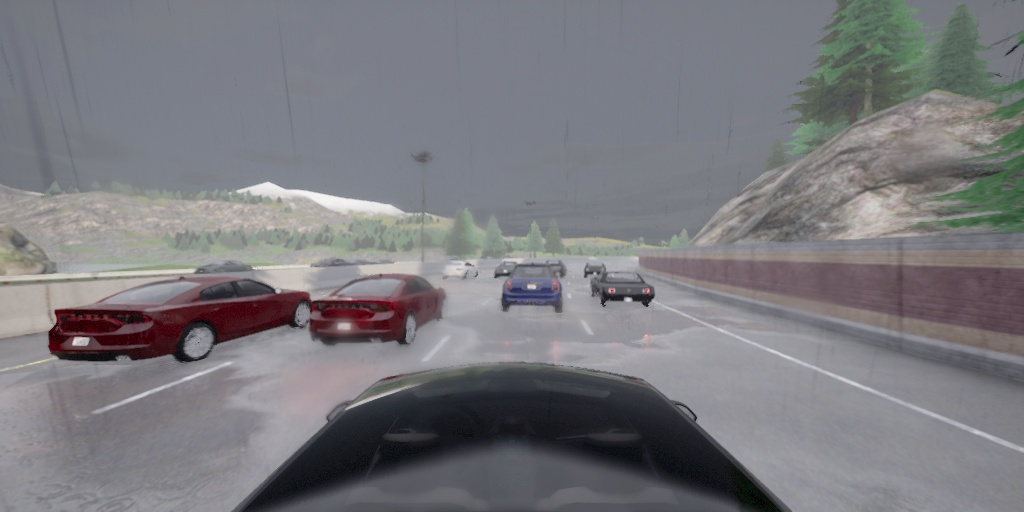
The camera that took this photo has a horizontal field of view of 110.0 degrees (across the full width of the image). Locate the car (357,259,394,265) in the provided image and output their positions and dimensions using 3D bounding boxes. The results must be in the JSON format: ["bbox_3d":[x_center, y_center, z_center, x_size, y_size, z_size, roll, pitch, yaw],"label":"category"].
[{"bbox_3d":[-13.240,1.066,36.404,1.994,1.385,4.181,0,0,14],"label":"car"}]

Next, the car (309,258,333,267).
[{"bbox_3d":[-19.773,0.975,39.127,1.837,1.490,4.892,0,0,14],"label":"car"}]

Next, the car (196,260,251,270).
[{"bbox_3d":[-25.066,1.066,31.300,1.994,1.385,4.181,0,0,11],"label":"car"}]

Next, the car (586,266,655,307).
[{"bbox_3d":[4.456,1.281,15.182,1.895,1.301,4.718,0,0,6],"label":"car"}]

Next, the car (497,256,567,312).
[{"bbox_3d":[0.847,1.029,14.038,2.097,1.767,4.553,0,0,5],"label":"car"}]

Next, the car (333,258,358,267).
[{"bbox_3d":[-16.414,1.047,38.120,1.994,1.385,4.181,0,0,14],"label":"car"}]

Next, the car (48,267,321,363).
[{"bbox_3d":[-6.627,1.171,8.085,1.882,1.535,5.008,0,0,3],"label":"car"}]

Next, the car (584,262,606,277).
[{"bbox_3d":[7.581,1.183,32.558,1.895,1.301,4.718,0,0,14],"label":"car"}]

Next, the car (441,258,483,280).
[{"bbox_3d":[-4.043,1.101,28.528,1.812,1.442,4.674,0,0,11],"label":"car"}]

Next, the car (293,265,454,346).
[{"bbox_3d":[-3.052,1.173,9.283,1.882,1.535,5.008,0,0,3],"label":"car"}]

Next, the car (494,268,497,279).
[{"bbox_3d":[-0.106,1.139,30.238,1.994,1.385,4.181,0,0,12],"label":"car"}]
